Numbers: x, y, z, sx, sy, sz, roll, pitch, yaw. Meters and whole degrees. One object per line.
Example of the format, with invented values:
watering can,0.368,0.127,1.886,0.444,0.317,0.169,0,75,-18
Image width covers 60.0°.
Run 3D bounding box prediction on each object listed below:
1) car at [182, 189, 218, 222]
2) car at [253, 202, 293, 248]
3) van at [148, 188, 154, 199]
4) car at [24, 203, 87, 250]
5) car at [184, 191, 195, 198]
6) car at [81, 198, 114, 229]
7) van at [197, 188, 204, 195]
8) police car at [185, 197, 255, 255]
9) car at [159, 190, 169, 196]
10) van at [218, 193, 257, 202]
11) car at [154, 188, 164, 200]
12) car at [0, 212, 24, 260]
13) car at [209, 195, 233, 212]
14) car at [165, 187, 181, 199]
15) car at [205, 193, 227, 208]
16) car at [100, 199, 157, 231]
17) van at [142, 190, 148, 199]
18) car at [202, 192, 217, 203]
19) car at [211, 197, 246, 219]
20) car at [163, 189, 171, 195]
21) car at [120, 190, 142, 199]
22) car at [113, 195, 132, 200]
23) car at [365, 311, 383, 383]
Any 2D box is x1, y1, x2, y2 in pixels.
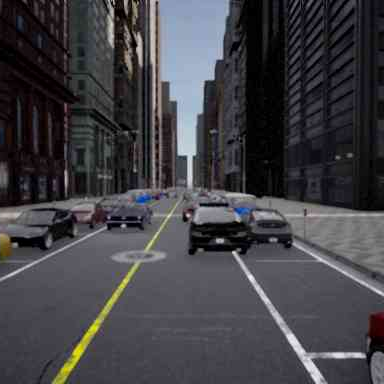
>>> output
car,0.506,0.924,22.298,2.097,1.767,4.553,-1,1,2
car,2.661,1.300,13.129,2.008,1.369,4.403,0,1,0
van,-6.081,0.580,41.220,1.690,1.788,3.998,0,1,0
car,-5.863,1.319,13.047,1.947,1.339,4.313,0,1,0
car,-0.487,0.443,63.413,1.895,1.301,4.718,0,1,0
car,-5.907,1.230,18.683,1.802,1.307,4.206,0,1,0
van,2.096,-0.214,86.383,1.690,1.788,3.998,0,1,0
police car,0.805,1.189,12.408,1.930,1.638,5.238,0,1,0
car,-6.341,0.186,75.037,1.887,1.381,4.507,0,1,0
van,2.617,0.986,18.761,1.690,1.788,3.998,0,1,0
car,-6.168,0.352,52.490,2.192,1.841,5.009,0,1,0
car,-5.819,1.387,7.241,1.752,1.417,4.829,0,1,0
car,2.531,1.020,30.036,1.802,1.307,4.206,0,1,0
car,-3.511,0.420,58.555,2.128,1.511,4.902,0,1,0
car,2.487,0.887,35.670,2.008,1.369,4.403,0,1,0
car,-3.238,1.263,17.920,1.895,1.301,4.718,0,1,0
van,-6.038,0.681,35.585,1.690,1.788,3.998,0,1,0
car,2.401,0.679,46.940,1.887,1.381,4.507,0,1,0
car,2.574,1.092,24.400,2.008,1.369,4.403,0,1,0
car,-6.428,0.014,86.309,1.947,1.339,4.313,0,1,0
car,-5.994,0.882,29.952,1.967,1.590,4.097,0,1,0
car,-5.950,1.111,24.318,1.947,1.339,4.313,0,1,0
car,2.748,1.506,1.859,1.887,1.381,4.507,0,1,0
